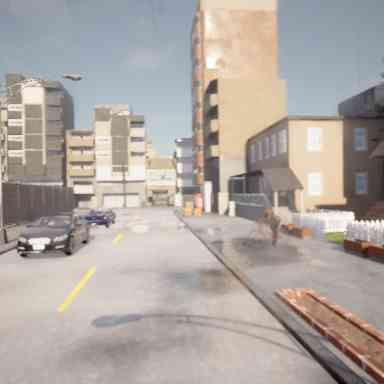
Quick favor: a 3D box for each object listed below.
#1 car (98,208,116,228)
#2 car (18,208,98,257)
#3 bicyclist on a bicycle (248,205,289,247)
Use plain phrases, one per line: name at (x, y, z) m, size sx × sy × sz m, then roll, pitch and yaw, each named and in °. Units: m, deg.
car at (-6.685, 1.819, 24.038) m, size 1.895 × 1.301 × 4.718 m, roll -1°, pitch 0°, yaw -6°
car at (-5.572, 1.652, 13.938) m, size 2.128 × 1.511 × 4.902 m, roll -1°, pitch 0°, yaw -6°
bicyclist on a bicycle at (2.982, 1.336, 12.962) m, size 1.656 × 1.620 × 0.582 m, roll -1°, pitch 0°, yaw -6°
